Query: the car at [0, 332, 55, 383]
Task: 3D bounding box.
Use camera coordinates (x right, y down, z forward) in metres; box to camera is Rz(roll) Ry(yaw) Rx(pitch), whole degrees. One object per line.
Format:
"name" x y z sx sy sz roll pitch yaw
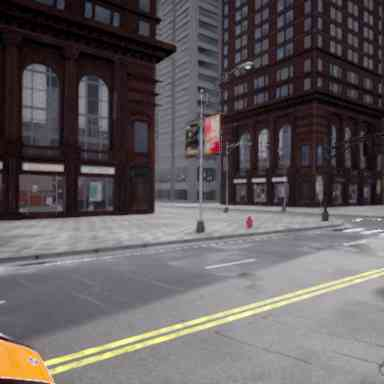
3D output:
"car" -2.889 1.353 1.380 4.553 1.767 2.097 0 0 -36
